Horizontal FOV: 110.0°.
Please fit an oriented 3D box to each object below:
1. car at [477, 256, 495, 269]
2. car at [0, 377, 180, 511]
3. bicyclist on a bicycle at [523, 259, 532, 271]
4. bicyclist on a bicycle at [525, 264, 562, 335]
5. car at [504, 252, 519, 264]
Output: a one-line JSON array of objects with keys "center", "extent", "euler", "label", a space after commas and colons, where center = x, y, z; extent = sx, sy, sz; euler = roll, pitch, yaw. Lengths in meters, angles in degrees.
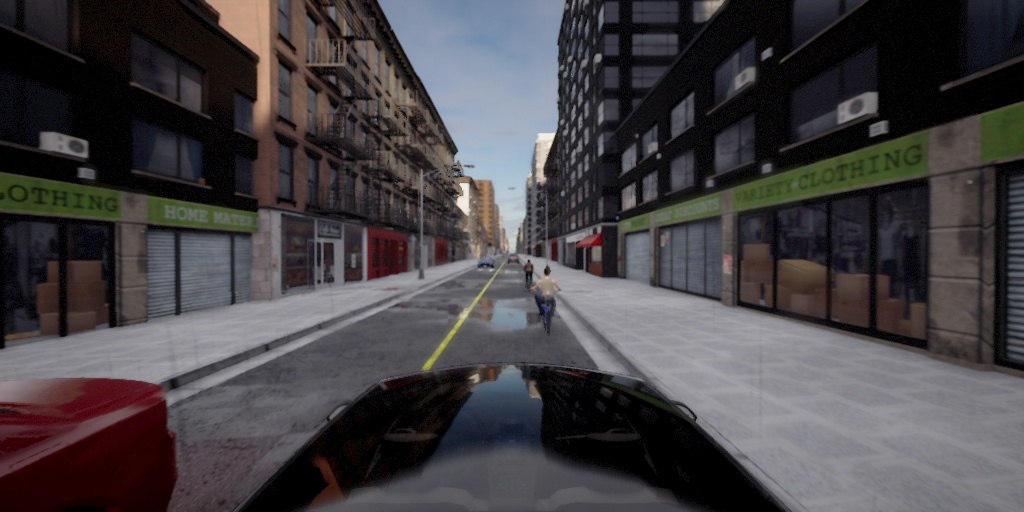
[{"center": [-2.999, 0.745, 42.465], "extent": [2.033, 1.411, 5.357], "euler": [0, 1, 0], "label": "car"}, {"center": [-3.092, 1.245, 0.175], "extent": [1.882, 1.535, 5.008], "euler": [0, 1, 0], "label": "car"}, {"center": [0.862, 1.002, 18.096], "extent": [0.582, 1.620, 1.656], "euler": [0, 0, 0], "label": "bicyclist on a bicycle"}, {"center": [0.868, 1.099, 9.103], "extent": [0.866, 1.612, 1.509], "euler": [0, 1, 0], "label": "bicyclist on a bicycle"}, {"center": [0.229, 0.440, 58.640], "extent": [2.128, 1.511, 4.902], "euler": [0, 1, 0], "label": "car"}]
